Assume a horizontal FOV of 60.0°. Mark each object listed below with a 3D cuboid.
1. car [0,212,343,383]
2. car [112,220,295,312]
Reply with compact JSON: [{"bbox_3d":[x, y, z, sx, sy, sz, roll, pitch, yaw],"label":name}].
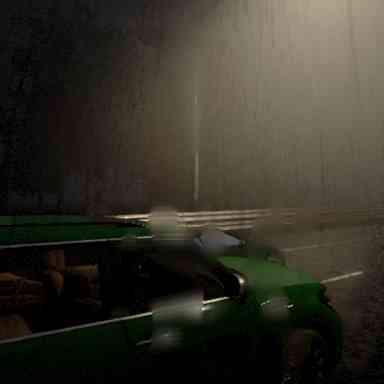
[{"bbox_3d":[-0.945,1.219,3.061,5.566,2.045,2.150,0,0,-35],"label":"car"},{"bbox_3d":[0.388,1.565,8.278,4.181,1.385,1.994,0,0,-35],"label":"car"}]
